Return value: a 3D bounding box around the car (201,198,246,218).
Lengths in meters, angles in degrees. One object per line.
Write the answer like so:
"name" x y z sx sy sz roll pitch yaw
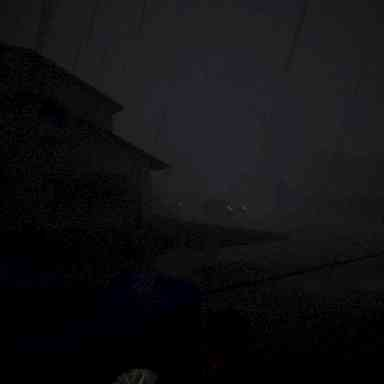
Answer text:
"car" 2.796 1.352 30.209 2.097 1.767 4.553 0 0 -36

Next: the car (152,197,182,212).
"car" -3.047 1.352 38.484 2.097 1.767 4.553 0 0 -35

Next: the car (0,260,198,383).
"car" -2.276 1.477 2.984 5.008 1.535 1.882 0 0 -35
